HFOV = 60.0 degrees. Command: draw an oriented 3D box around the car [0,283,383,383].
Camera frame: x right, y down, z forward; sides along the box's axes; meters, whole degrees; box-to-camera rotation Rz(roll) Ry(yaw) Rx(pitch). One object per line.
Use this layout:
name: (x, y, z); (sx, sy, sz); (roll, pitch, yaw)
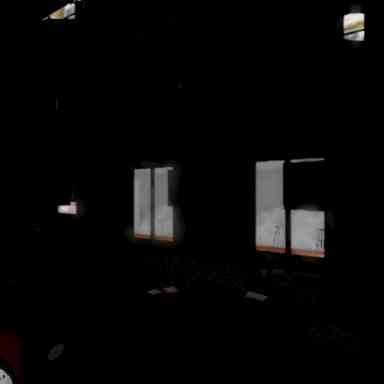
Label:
car: (-0.102, 1.544, 2.948); (4.507, 1.381, 1.887); (0, 0, 35)
